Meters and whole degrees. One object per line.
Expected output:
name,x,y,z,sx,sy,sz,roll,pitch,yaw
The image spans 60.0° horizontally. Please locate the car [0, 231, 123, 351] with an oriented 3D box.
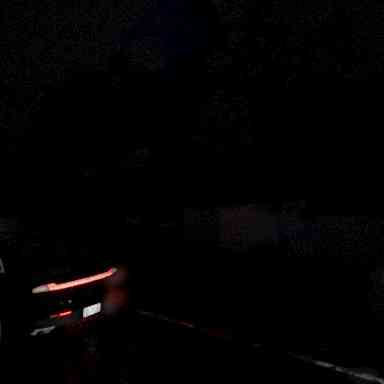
car,-3.452,1.487,6.159,4.902,1.511,2.128,0,0,34
